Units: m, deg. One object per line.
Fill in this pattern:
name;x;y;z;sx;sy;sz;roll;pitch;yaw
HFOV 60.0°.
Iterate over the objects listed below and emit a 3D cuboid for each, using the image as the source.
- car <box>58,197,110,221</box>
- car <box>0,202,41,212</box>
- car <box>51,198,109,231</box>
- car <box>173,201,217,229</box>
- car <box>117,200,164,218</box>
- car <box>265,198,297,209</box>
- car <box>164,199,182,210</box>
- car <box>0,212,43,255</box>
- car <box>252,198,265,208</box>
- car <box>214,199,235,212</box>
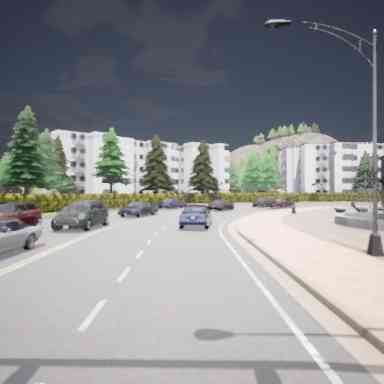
car;-9.092;1.376;28.418;2.097;1.767;4.553;0;0;14
car;-10.405;1.376;18.740;2.097;1.767;4.553;0;0;4
car;-6.808;1.370;20.683;2.097;1.767;4.553;0;0;5
car;0.348;1.552;21.931;2.033;1.411;5.357;0;0;7
car;-4.849;1.564;30.914;2.033;1.411;5.357;0;0;18
car;12.472;1.514;45.326;4.674;1.442;1.812;0;0;-43
car;-2.739;1.564;43.634;2.033;1.411;5.357;0;0;32
car;-7.175;1.617;11.653;1.895;1.301;4.718;0;0;0
car;10.811;1.557;48.823;4.181;1.385;1.994;0;0;-38
car;3.559;1.568;39.976;1.994;1.385;4.181;0;0;32
